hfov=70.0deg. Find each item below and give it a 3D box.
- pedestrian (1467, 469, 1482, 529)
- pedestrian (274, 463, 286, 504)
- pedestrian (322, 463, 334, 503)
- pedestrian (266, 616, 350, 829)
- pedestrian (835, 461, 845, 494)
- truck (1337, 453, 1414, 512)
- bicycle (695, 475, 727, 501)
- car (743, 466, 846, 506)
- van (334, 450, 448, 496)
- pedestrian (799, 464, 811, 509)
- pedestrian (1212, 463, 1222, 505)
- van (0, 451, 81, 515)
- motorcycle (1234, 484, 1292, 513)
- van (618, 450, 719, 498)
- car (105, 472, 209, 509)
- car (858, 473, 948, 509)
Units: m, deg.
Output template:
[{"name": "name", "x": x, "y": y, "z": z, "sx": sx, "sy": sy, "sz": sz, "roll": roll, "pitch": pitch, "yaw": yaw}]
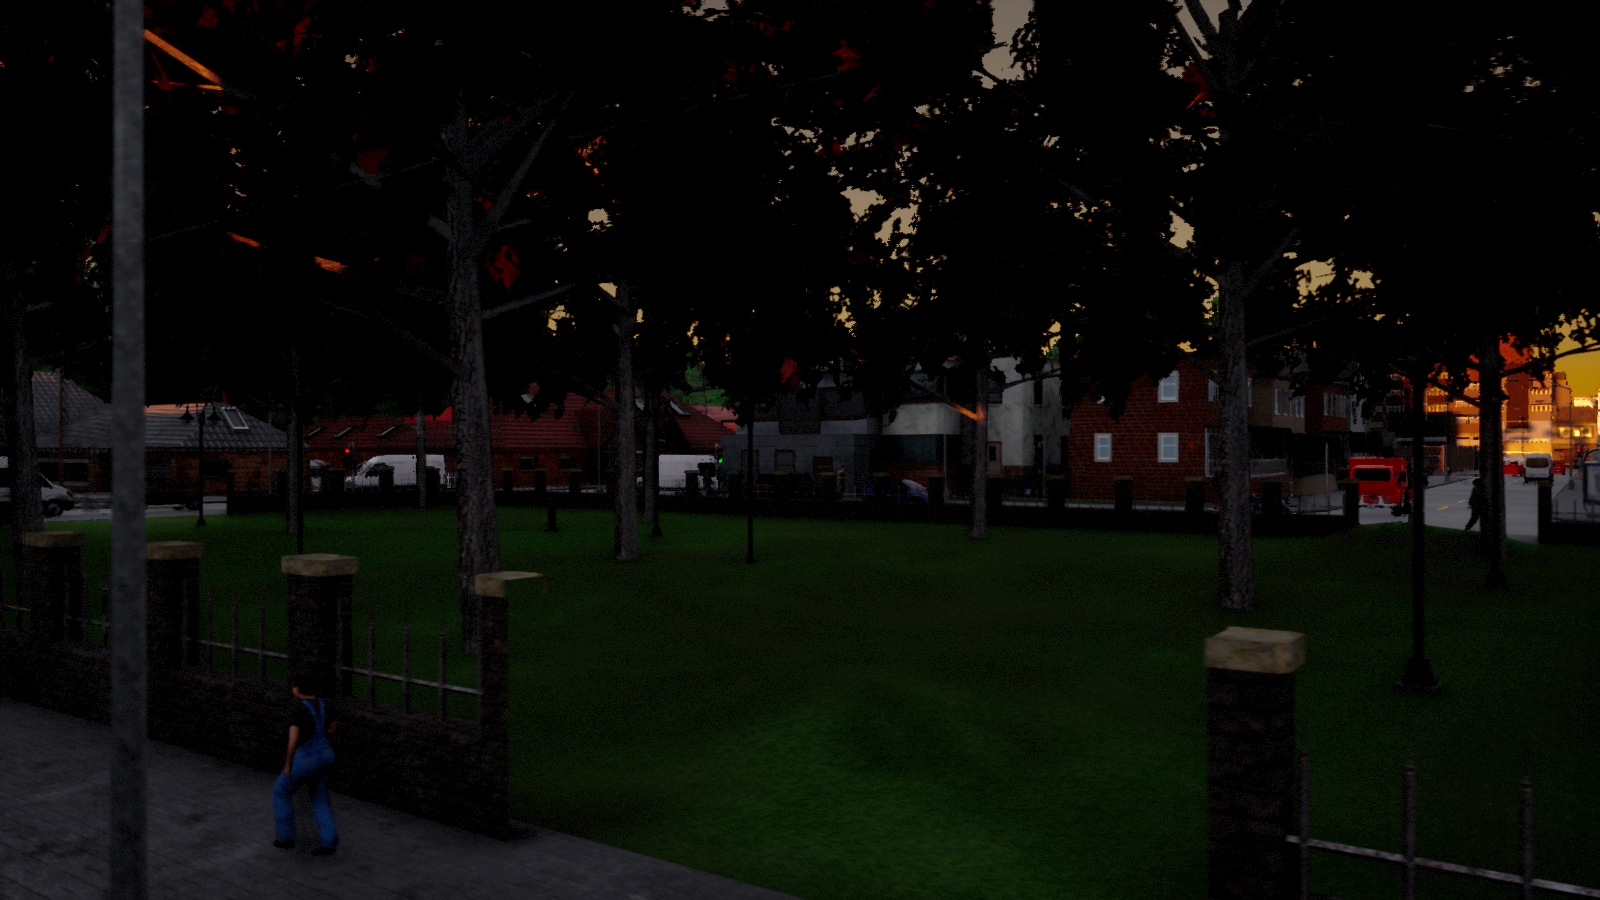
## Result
[{"name": "pedestrian", "x": 21.047, "y": 1.524, "z": 35.663, "sx": 0.375, "sy": 1.860, "sz": 0.375, "roll": 0, "pitch": 0, "yaw": 35}, {"name": "pedestrian", "x": -23.598, "y": 1.523, "z": 51.842, "sx": 0.375, "sy": 1.860, "sz": 0.375, "roll": 0, "pitch": 0, "yaw": 25}, {"name": "pedestrian", "x": -21.965, "y": 1.523, "z": 53.121, "sx": 0.375, "sy": 1.860, "sz": 0.375, "roll": 0, "pitch": 0, "yaw": 35}, {"name": "pedestrian", "x": -3.301, "y": 1.805, "z": 7.670, "sx": 0.375, "sy": 1.300, "sz": 0.375, "roll": 0, "pitch": 0, "yaw": 35}, {"name": "pedestrian", "x": 2.226, "y": 1.523, "z": 63.451, "sx": 0.375, "sy": 1.860, "sz": 0.375, "roll": 0, "pitch": 0, "yaw": 35}, {"name": "truck", "x": 25.440, "y": 1.351, "z": 50.422, "sx": 2.627, "sy": 2.467, "sz": 5.204, "roll": 0, "pitch": 0, "yaw": 31}, {"name": "bicycle", "x": -4.501, "y": 1.939, "z": 57.937, "sx": 1.835, "sy": 1.271, "sz": 0.329, "roll": 0, "pitch": 0, "yaw": 35}, {"name": "car", "x": -0.286, "y": 1.684, "z": 54.912, "sx": 4.553, "sy": 1.767, "sz": 2.097, "roll": 0, "pitch": 0, "yaw": 35}, {"name": "van", "x": -23.637, "y": 1.312, "z": 66.174, "sx": 5.915, "sy": 2.561, "sz": 1.988, "roll": 0, "pitch": -1, "yaw": -38}, {"name": "pedestrian", "x": 0.202, "y": 1.524, "z": 48.157, "sx": 0.375, "sy": 1.860, "sz": 0.375, "roll": 0, "pitch": 0, "yaw": 33}, {"name": "pedestrian", "x": 18.731, "y": 1.515, "z": 51.297, "sx": 0.375, "sy": 1.860, "sz": 0.375, "roll": 0, "pitch": 0, "yaw": 25}, {"name": "van", "x": -32.911, "y": 1.312, "z": 46.457, "sx": 1.988, "sy": 2.561, "sz": 5.915, "roll": 0, "pitch": 0, "yaw": 36}, {"name": "motorcycle", "x": 18.932, "y": 1.992, "z": 46.757, "sx": 2.033, "sy": 1.145, "sz": 0.803, "roll": 0, "pitch": -7, "yaw": 7}, {"name": "van", "x": -7.502, "y": 1.313, "z": 64.853, "sx": 5.915, "sy": 2.561, "sz": 1.988, "roll": 0, "pitch": 0, "yaw": 35}, {"name": "car", "x": -29.111, "y": 1.804, "z": 51.776, "sx": 1.789, "sy": 1.549, "sz": 3.705, "roll": 0, "pitch": 0, "yaw": 35}, {"name": "car", "x": 4.659, "y": 1.817, "z": 51.660, "sx": 3.633, "sy": 1.501, "sz": 1.845, "roll": 0, "pitch": 0, "yaw": 36}]
